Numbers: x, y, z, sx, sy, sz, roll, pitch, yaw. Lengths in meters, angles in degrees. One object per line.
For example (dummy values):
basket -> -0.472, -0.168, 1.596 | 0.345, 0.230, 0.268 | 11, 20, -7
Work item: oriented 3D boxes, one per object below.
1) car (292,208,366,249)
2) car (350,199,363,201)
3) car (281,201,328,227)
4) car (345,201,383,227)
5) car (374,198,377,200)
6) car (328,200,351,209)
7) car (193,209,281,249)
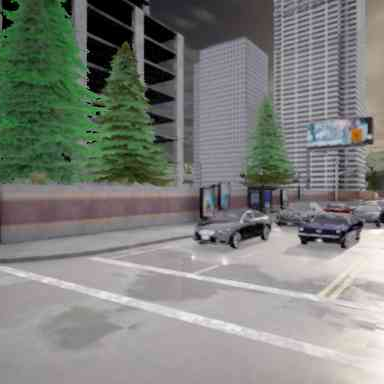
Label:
car -> 6.405, 1.650, 15.205 | 1.895, 1.301, 4.718 | 0, 0, 36
car -> 18.523, 1.586, 37.820 | 2.128, 1.511, 4.902 | 0, 0, 36
car -> 7.348, 1.405, 22.459 | 2.097, 1.767, 4.553 | 0, 0, 36
car -> 12.439, 1.597, 23.507 | 1.812, 1.442, 4.674 | 0, 0, 36
car -> 18.484, 1.599, 31.832 | 1.837, 1.490, 4.892 | 0, 0, 36
car -> 12.672, 1.673, 29.795 | 1.895, 1.301, 4.718 | 0, 0, 36
car -> 1.960, 1.524, 15.040 | 2.128, 1.511, 4.902 | 0, 0, 36
